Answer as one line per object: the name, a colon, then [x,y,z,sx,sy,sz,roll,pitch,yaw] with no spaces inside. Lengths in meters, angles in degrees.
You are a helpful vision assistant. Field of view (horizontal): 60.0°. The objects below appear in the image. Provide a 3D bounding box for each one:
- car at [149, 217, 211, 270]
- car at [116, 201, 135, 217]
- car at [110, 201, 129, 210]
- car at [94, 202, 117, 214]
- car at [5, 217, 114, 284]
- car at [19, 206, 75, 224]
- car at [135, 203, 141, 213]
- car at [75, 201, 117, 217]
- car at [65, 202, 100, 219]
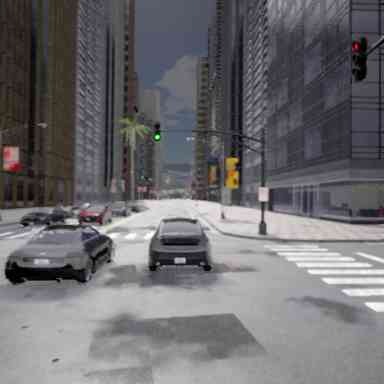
car: [-0.412,1.645,11.492,1.837,1.490,4.892,0,-1,-2]
car: [-8.048,1.794,36.898,2.097,1.767,4.553,1,-1,-2]
car: [-11.925,2.235,55.033,2.033,1.411,5.357,1,-1,-2]
car: [-11.525,2.086,44.448,1.994,1.385,4.181,1,-1,-1]
car: [-3.599,1.644,9.806,1.994,1.385,4.181,1,-1,-2]
car: [-10.879,1.782,25.020,2.033,1.411,5.357,1,-1,-2]
car: [-8.363,2.195,46.890,1.895,1.301,4.718,1,-1,-2]
car: [-7.693,1.774,26.867,1.882,1.535,5.008,1,-1,-2]
car: [-11.225,1.864,34.568,2.128,1.511,4.902,1,-1,-2]
